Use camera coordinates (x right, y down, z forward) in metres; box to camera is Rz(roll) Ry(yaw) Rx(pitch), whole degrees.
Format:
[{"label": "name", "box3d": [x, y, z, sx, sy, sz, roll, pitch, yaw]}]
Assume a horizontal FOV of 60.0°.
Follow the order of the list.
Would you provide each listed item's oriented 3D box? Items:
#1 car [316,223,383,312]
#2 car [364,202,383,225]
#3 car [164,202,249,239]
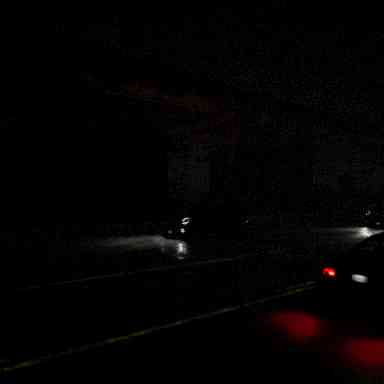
[{"label": "car", "box3d": [4.947, 1.552, 7.226, 5.357, 1.411, 2.033, 0, 0, -35]}, {"label": "car", "box3d": [13.285, 1.365, 21.777, 4.553, 1.767, 2.097, 0, 0, -35]}, {"label": "car", "box3d": [0.786, 1.359, 17.363, 4.553, 1.767, 2.097, 0, 0, -35]}]
